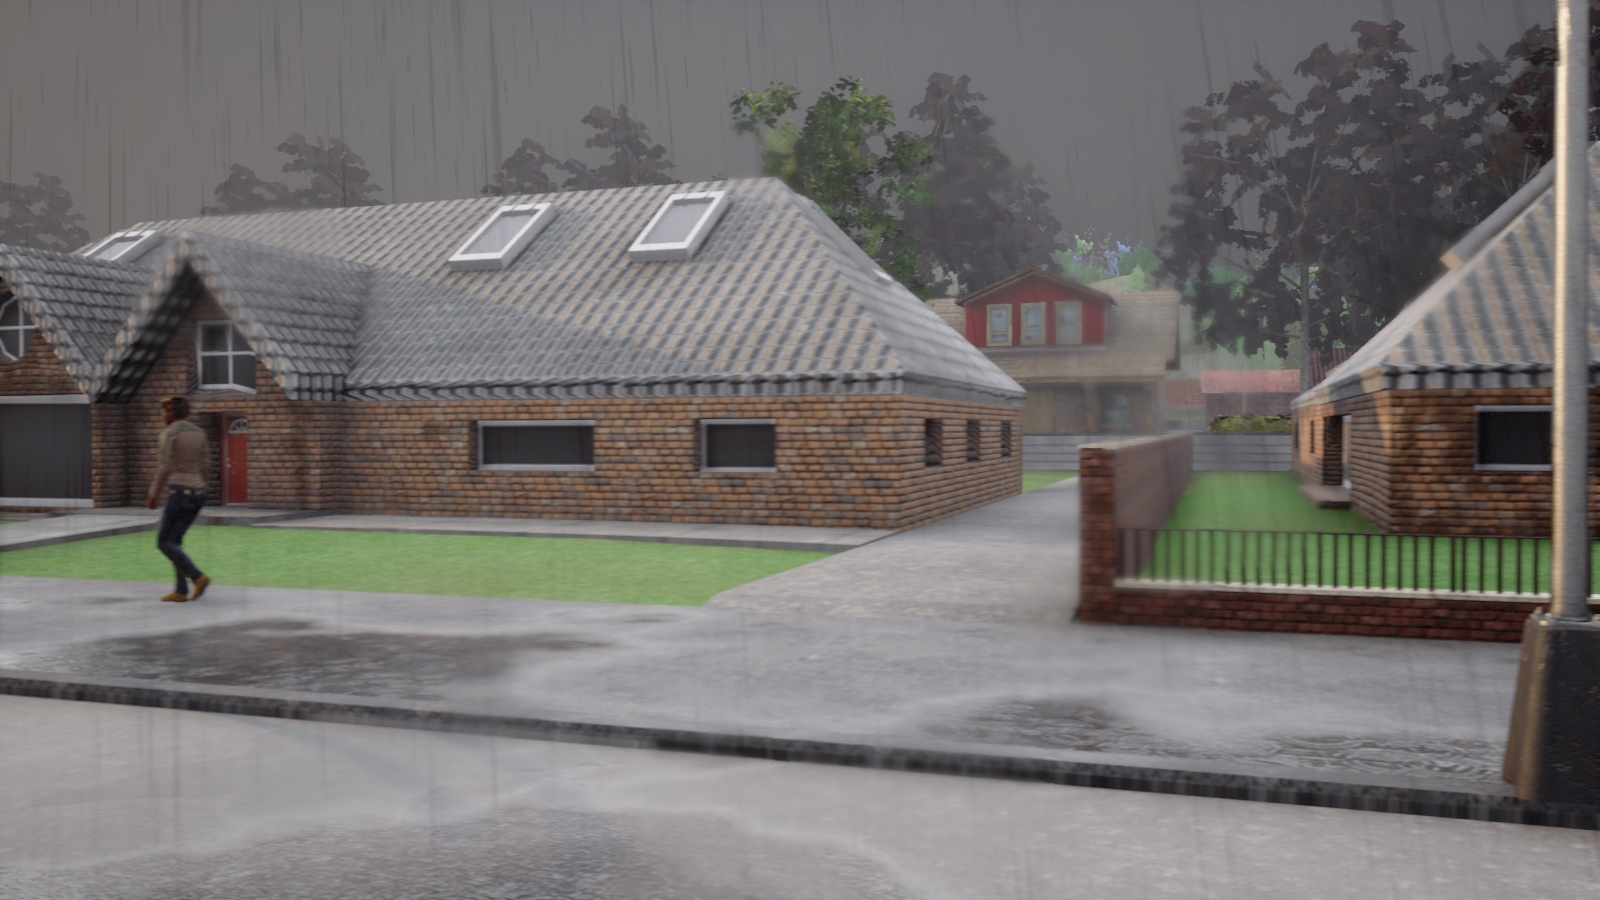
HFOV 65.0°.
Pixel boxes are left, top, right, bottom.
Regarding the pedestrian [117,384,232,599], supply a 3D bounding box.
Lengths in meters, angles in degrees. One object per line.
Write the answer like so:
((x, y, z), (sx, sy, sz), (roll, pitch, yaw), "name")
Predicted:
((-5.372, 0.343, 10.786), (0.869, 1.805, 0.328), (0, 1, 13), "pedestrian")
